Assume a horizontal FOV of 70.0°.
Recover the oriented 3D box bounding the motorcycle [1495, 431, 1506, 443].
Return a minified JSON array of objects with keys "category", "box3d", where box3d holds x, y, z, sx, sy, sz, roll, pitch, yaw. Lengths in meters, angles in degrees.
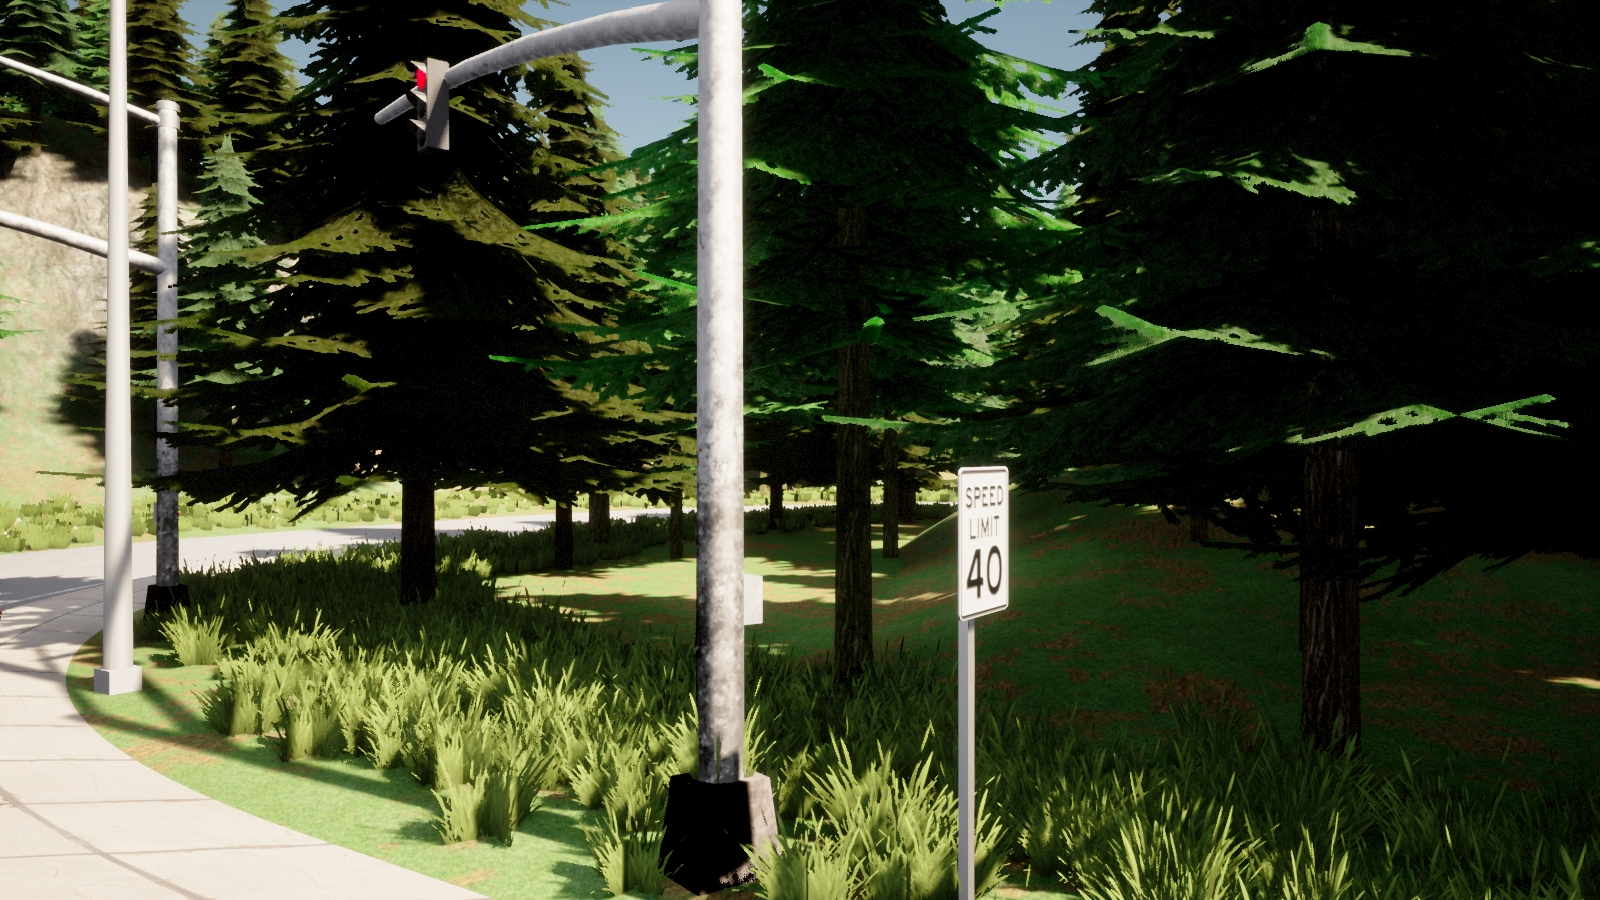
[{"category":"motorcycle","box3d":[87.302,-1.638,142.406,0.764,1.277,2.356,-1,-5,21]}]
